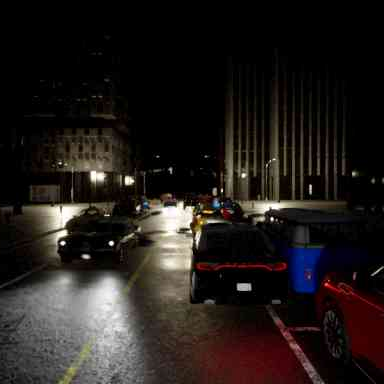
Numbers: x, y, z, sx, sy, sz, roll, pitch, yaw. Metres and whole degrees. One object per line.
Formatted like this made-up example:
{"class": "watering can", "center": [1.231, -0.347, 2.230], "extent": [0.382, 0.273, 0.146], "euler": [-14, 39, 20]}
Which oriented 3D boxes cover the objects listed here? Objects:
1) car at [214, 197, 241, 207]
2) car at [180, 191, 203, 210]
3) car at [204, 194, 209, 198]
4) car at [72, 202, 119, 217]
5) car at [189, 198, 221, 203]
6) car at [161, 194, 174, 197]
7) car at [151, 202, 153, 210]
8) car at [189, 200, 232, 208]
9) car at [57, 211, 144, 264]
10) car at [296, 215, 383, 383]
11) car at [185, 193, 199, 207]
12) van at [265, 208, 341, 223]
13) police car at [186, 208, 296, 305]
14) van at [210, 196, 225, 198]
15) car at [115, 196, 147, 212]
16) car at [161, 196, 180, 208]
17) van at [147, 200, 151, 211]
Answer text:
{"class": "car", "center": [2.739, 1.439, 24.807], "extent": [1.967, 1.590, 4.097], "euler": [0, 0, 0]}
{"class": "car", "center": [-0.040, 1.221, 43.220], "extent": [2.150, 2.045, 5.566], "euler": [0, 0, 0]}
{"class": "car", "center": [2.725, 1.314, 35.858], "extent": [2.192, 1.841, 5.009], "euler": [0, 0, 0]}
{"class": "car", "center": [-5.790, 1.524, 19.117], "extent": [1.752, 1.417, 4.829], "euler": [0, 0, 0]}
{"class": "car", "center": [0.875, 1.454, 24.359], "extent": [1.801, 1.575, 5.366], "euler": [0, 0, 0]}
{"class": "car", "center": [-5.840, 1.335, 73.951], "extent": [2.192, 1.841, 5.009], "euler": [0, 0, 0]}
{"class": "car", "center": [-5.808, 1.525, 41.216], "extent": [1.752, 1.417, 4.829], "euler": [0, 0, 0]}
{"class": "car", "center": [0.881, 1.454, 18.360], "extent": [1.801, 1.575, 5.366], "euler": [0, 0, 0]}
{"class": "car", "center": [-3.114, 1.600, 12.010], "extent": [1.895, 1.301, 4.718], "euler": [0, 0, 0]}
{"class": "car", "center": [2.764, 1.315, 2.705], "extent": [2.192, 1.841, 5.009], "euler": [0, 0, 0]}
{"class": "car", "center": [-0.053, 1.236, 53.593], "extent": [2.150, 2.045, 5.566], "euler": [0, 0, 0]}
{"class": "van", "center": [2.758, 1.341, 8.230], "extent": [1.690, 1.788, 3.998], "euler": [0, 0, 0]}
{"class": "police car", "center": [0.890, 1.425, 8.280], "extent": [1.930, 1.638, 5.238], "euler": [0, 0, 0]}
{"class": "van", "center": [2.732, 1.339, 30.332], "extent": [1.690, 1.788, 3.998], "euler": [0, 0, 0]}
{"class": "car", "center": [-5.800, 1.313, 30.337], "extent": [2.192, 1.841, 5.009], "euler": [0, 0, 0]}
{"class": "car", "center": [-3.047, 1.603, 47.670], "extent": [1.895, 1.301, 4.718], "euler": [0, 0, 0]}
{"class": "van", "center": [-5.804, 1.340, 35.862], "extent": [1.690, 1.788, 3.998], "euler": [0, 0, 0]}
